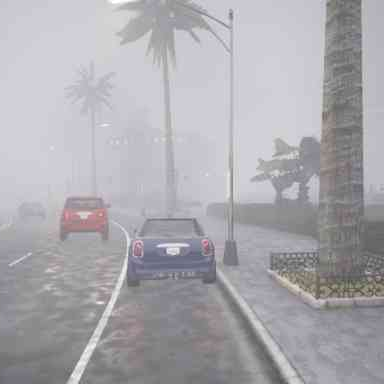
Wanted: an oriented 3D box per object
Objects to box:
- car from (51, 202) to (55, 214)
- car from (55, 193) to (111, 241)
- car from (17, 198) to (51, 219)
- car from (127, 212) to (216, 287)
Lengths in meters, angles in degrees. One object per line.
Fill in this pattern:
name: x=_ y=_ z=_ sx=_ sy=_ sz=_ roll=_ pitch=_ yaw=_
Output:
car: x=-12.596 y=1.468 z=32.748 sx=1.882 sy=1.535 sz=5.008 roll=0 pitch=0 yaw=-34
car: x=-5.415 y=1.214 z=17.111 sx=2.150 sy=2.045 sz=5.566 roll=0 pitch=-1 yaw=-15
car: x=-13.995 y=1.536 z=28.860 sx=2.033 sy=1.411 sz=5.357 roll=0 pitch=0 yaw=-32
car: x=-0.703 y=1.352 z=9.627 sx=2.097 sy=1.767 sz=4.553 roll=0 pitch=0 yaw=-7
